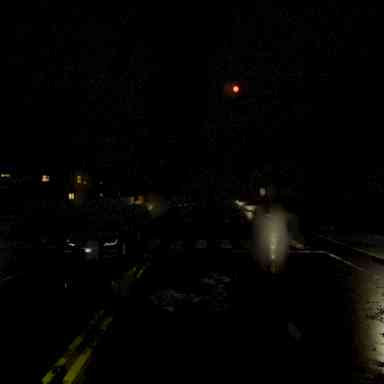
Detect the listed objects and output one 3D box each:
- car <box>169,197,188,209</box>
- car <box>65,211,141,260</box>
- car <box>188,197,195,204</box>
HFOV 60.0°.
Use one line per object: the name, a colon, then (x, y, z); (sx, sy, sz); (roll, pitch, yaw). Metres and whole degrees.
car: (-2.002, 1.615, 45.368); (1.837, 1.490, 4.892); (0, 0, 3)
car: (-3.123, 1.536, 12.553); (1.837, 1.490, 4.892); (0, 0, 1)
car: (-0.421, 1.668, 69.648); (2.033, 1.411, 5.357); (0, 0, 4)
